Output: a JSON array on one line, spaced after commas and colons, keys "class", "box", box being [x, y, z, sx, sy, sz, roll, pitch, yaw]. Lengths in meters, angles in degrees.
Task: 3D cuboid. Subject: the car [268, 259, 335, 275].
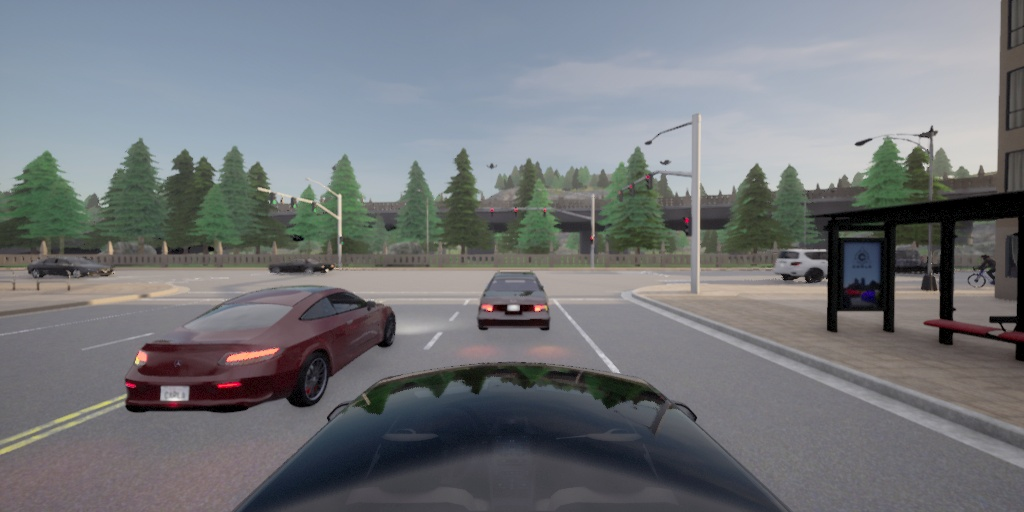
[{"class": "car", "box": [-17.250, 0.872, 29.365, 4.718, 1.301, 1.895, 0, 1, 6]}]

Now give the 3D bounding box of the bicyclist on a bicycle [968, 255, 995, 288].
[{"class": "bicyclist on a bicycle", "box": [22.752, 0.759, 17.071, 0.582, 1.620, 1.656, 0, 1, 1]}]

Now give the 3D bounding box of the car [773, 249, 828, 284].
[{"class": "car", "box": [19.242, 0.605, 21.938, 5.566, 2.045, 2.150, 0, 1, 1]}]

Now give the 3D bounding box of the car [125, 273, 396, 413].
[{"class": "car", "box": [-3.448, 1.210, 5.982, 1.812, 1.442, 4.674, 0, 1, 0]}]

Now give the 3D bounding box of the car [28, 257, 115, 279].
[{"class": "car", "box": [-31.822, 0.824, 25.950, 4.892, 1.490, 1.837, 1, 1, 1]}]

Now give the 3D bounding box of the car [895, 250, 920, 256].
[{"class": "car", "box": [32.749, 0.452, 31.837, 5.566, 2.045, 2.150, 0, 1, 9]}]

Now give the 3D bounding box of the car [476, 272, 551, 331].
[{"class": "car", "box": [0.086, 1.163, 10.477, 2.033, 1.411, 5.357, 0, 1, 1]}]

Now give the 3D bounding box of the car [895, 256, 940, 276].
[{"class": "car", "box": [30.875, 0.882, 28.593, 4.718, 1.301, 1.895, 0, 1, 7]}]
